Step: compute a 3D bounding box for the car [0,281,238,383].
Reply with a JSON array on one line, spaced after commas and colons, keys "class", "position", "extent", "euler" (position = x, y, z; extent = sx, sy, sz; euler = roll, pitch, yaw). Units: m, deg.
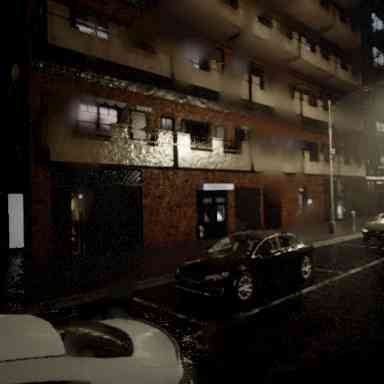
[{"class": "car", "position": [-1.985, 1.599, 1.690], "extent": [4.674, 1.442, 1.812], "euler": [0, -1, -43]}]

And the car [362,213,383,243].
[{"class": "car", "position": [9.754, 1.678, 16.119], "extent": [4.403, 1.369, 2.008], "euler": [0, -2, -43]}]

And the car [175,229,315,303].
[{"class": "car", "position": [1.538, 1.685, 8.501], "extent": [4.403, 1.369, 2.008], "euler": [0, -2, -43]}]
